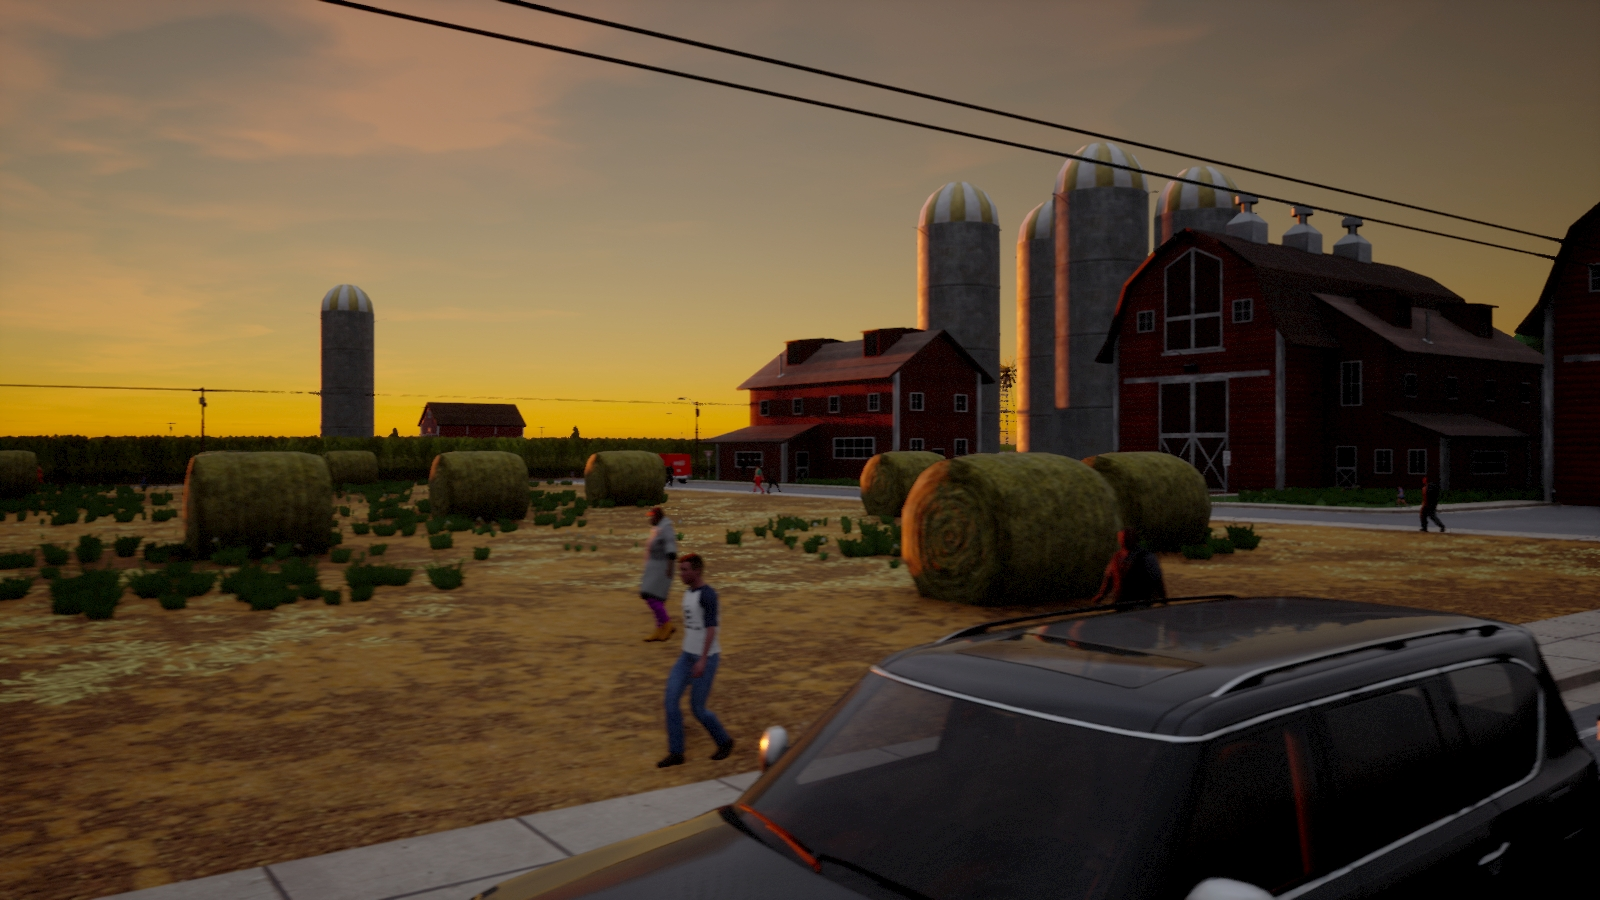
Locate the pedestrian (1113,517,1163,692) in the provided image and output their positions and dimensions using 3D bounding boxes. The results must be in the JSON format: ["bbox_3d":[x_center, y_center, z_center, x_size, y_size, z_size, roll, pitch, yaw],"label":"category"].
[{"bbox_3d":[3.731,1.688,12.626,0.375,1.860,0.375,0,0,-31],"label":"pedestrian"}]

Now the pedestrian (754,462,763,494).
[{"bbox_3d":[-2.415,1.664,67.139,0.375,1.860,0.375,0,0,35],"label":"pedestrian"}]

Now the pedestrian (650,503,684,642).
[{"bbox_3d":[-1.839,1.675,15.762,0.375,1.860,0.375,0,0,-23],"label":"pedestrian"}]

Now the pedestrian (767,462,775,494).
[{"bbox_3d":[-1.703,1.665,67.491,0.375,1.860,0.375,0,0,27],"label":"pedestrian"}]

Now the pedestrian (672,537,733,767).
[{"bbox_3d":[-0.828,1.691,9.697,0.375,1.860,0.375,0,0,-37],"label":"pedestrian"}]

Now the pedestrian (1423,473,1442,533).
[{"bbox_3d":[19.930,1.672,36.018,0.375,1.860,0.375,0,0,-26],"label":"pedestrian"}]

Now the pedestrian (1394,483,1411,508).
[{"bbox_3d":[26.719,2.027,50.673,0.500,1.100,0.500,0,0,9],"label":"pedestrian"}]

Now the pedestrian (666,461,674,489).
[{"bbox_3d":[-8.772,1.663,77.190,0.375,1.860,0.375,0,0,-43],"label":"pedestrian"}]

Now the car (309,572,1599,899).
[{"bbox_3d":[1.249,1.779,4.570,5.566,2.045,2.150,0,0,-36],"label":"car"}]
